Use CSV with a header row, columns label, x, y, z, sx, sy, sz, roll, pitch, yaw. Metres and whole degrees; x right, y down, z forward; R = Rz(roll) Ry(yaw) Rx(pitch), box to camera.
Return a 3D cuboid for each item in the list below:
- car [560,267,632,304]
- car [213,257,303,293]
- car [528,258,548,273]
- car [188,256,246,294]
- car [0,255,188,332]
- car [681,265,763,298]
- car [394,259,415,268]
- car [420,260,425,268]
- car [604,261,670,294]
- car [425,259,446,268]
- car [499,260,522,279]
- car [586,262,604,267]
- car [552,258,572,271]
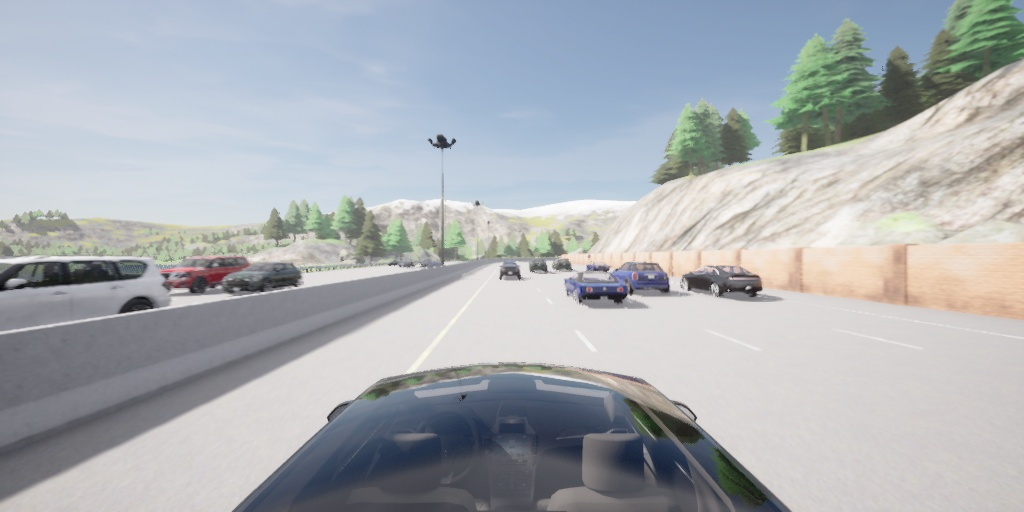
label,x,y,z,sx,sy,sz,roll,pitch,yaw
car,3.553,1.344,16.144,1.895,1.301,4.718,0,0,-1
car,-14.244,1.136,20.768,2.097,1.767,4.553,0,0,0
car,3.200,1.099,44.719,2.097,1.767,4.553,0,0,-1
car,-17.749,1.013,20.883,2.150,2.045,5.566,0,0,-1
car,-10.625,0.998,7.700,2.150,2.045,5.566,0,0,0
car,10.482,1.219,18.358,2.128,1.511,4.902,0,0,-1
car,-18.086,1.294,61.655,2.128,1.511,4.902,0,0,0
car,-14.592,1.287,62.536,1.837,1.490,4.892,0,0,0
car,6.967,1.087,20.136,2.097,1.767,4.553,0,0,-1
car,-11.017,1.344,52.810,1.994,1.385,4.181,0,0,0
car,-0.178,1.279,33.015,1.812,1.442,4.674,0,0,-1
car,10.213,1.332,42.992,1.895,1.301,4.718,0,0,-1
car,6.664,1.091,48.208,2.097,1.767,4.553,0,0,-1
